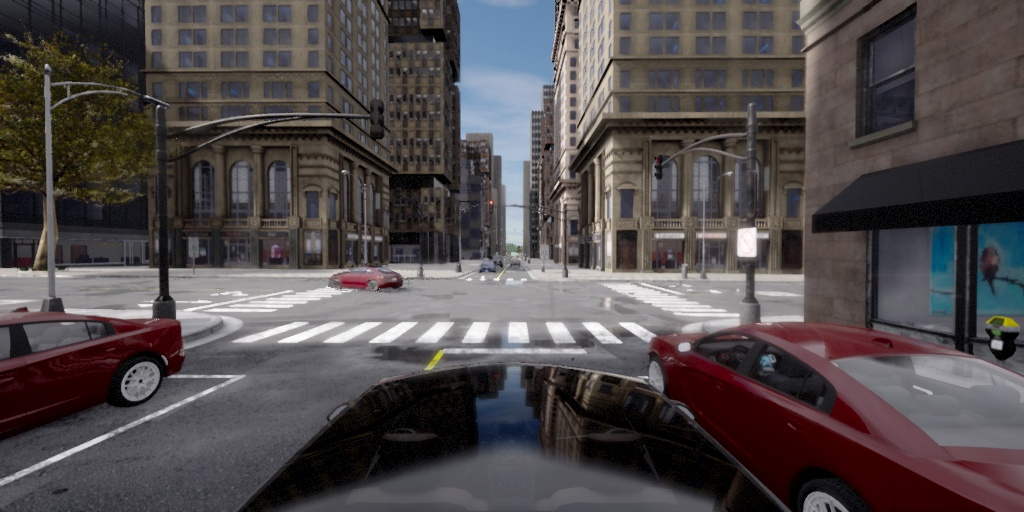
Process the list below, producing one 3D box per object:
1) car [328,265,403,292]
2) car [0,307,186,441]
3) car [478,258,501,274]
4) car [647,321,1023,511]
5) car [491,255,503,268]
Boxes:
[{"bbox_3d":[-8.355,1.225,20.471,4.181,1.385,1.994,1,1,22],"label":"car"},{"bbox_3d":[-5.754,1.294,3.467,1.888,1.381,4.507,0,0,0],"label":"car"},{"bbox_3d":[-2.753,1.266,41.557,2.033,1.411,5.357,0,0,1],"label":"car"},{"bbox_3d":[2.771,1.293,3.396,1.888,1.381,4.507,0,0,0],"label":"car"},{"bbox_3d":[-2.566,0.931,57.991,2.150,2.045,5.566,0,0,1],"label":"car"}]
